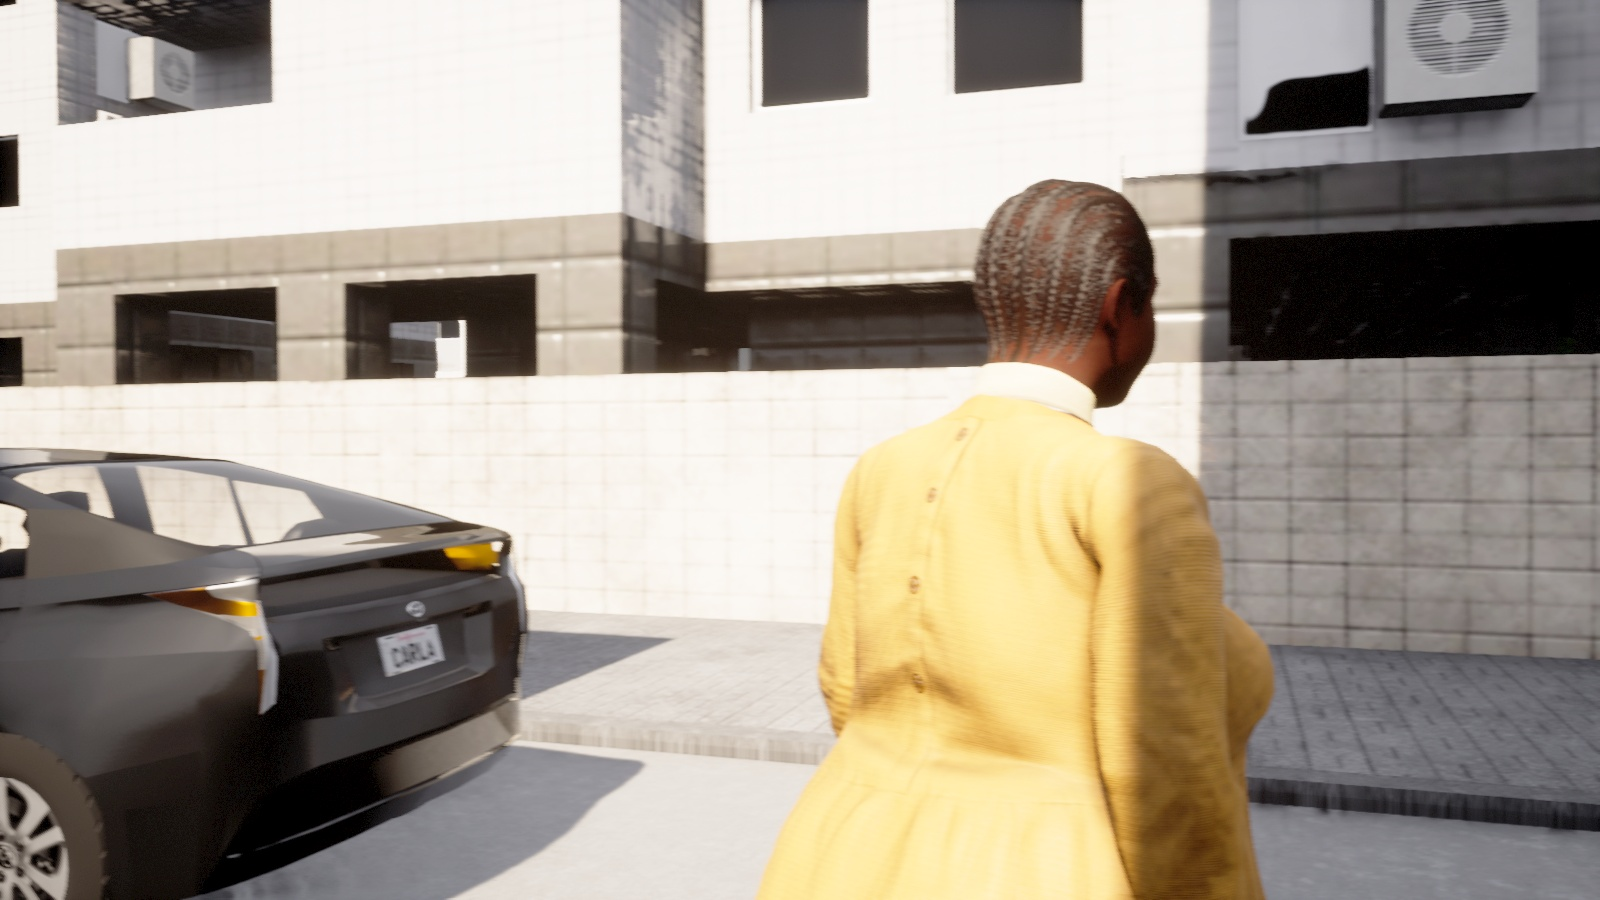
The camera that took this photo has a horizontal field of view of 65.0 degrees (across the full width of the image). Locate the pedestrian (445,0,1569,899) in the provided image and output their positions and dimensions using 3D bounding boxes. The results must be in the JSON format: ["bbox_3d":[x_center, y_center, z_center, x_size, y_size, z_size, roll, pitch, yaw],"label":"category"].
[{"bbox_3d":[0.198,0.595,1.434,0.900,1.855,0.874,-1,1,-37],"label":"pedestrian"}]

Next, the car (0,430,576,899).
[{"bbox_3d":[-3.366,0.689,4.853,4.514,1.525,2.007,1,1,19],"label":"car"}]
